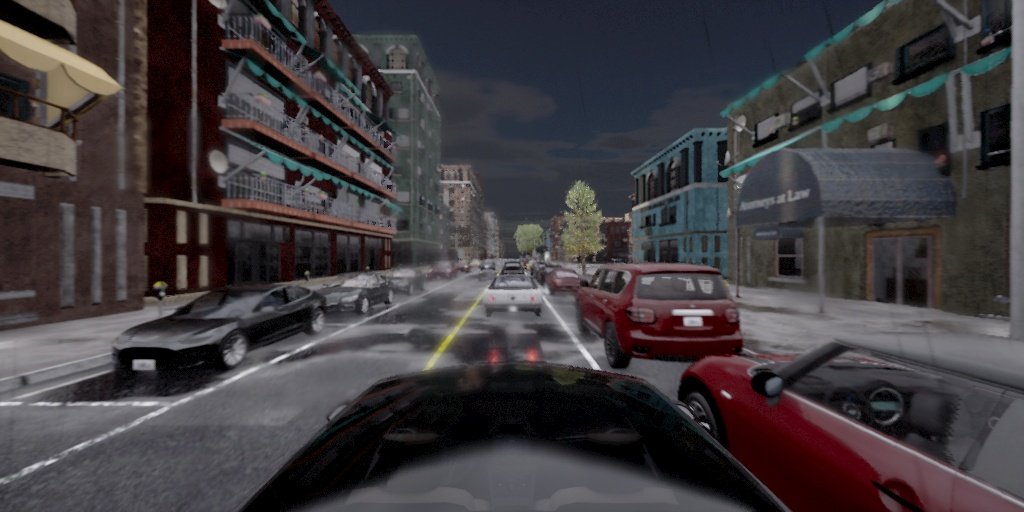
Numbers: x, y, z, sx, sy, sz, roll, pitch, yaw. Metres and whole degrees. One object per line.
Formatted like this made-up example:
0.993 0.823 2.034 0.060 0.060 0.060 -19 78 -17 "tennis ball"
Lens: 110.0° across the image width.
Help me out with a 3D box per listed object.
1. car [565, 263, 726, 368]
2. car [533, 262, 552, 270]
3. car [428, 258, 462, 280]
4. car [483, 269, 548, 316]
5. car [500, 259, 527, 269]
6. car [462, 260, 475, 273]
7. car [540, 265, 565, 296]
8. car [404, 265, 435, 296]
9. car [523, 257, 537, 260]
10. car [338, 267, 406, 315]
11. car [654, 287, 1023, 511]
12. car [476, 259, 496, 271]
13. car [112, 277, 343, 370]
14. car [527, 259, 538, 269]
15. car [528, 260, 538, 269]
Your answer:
2.691 1.052 7.725 2.192 1.841 5.009 0 0 0 "car"
2.691 1.280 24.340 1.948 1.339 4.313 0 0 0 "car"
-5.689 1.150 29.879 1.967 1.591 4.097 0 0 0 "car"
0.063 1.329 13.136 1.895 1.301 4.718 0 0 0 "car"
0.071 1.217 29.651 1.837 1.490 4.892 0 1 0 "car"
-5.688 1.142 40.958 1.967 1.591 4.097 0 0 0 "car"
2.691 1.302 18.801 1.802 1.307 4.207 0 0 0 "car"
-5.690 1.271 18.801 2.007 1.370 4.403 0 0 0 "car"
2.693 1.224 46.667 1.751 1.417 4.829 0 0 0 "car"
-5.690 1.278 13.263 2.007 1.370 4.403 0 0 0 "car"
2.690 1.189 2.185 1.967 1.591 4.097 0 0 0 "car"
-3.087 1.192 46.493 2.128 1.511 4.902 0 0 0 "car"
-5.690 1.304 7.725 1.948 1.339 4.313 0 0 0 "car"
2.692 1.272 35.417 1.948 1.339 4.313 0 0 0 "car"
2.692 1.261 29.878 2.007 1.370 4.403 0 0 0 "car"
